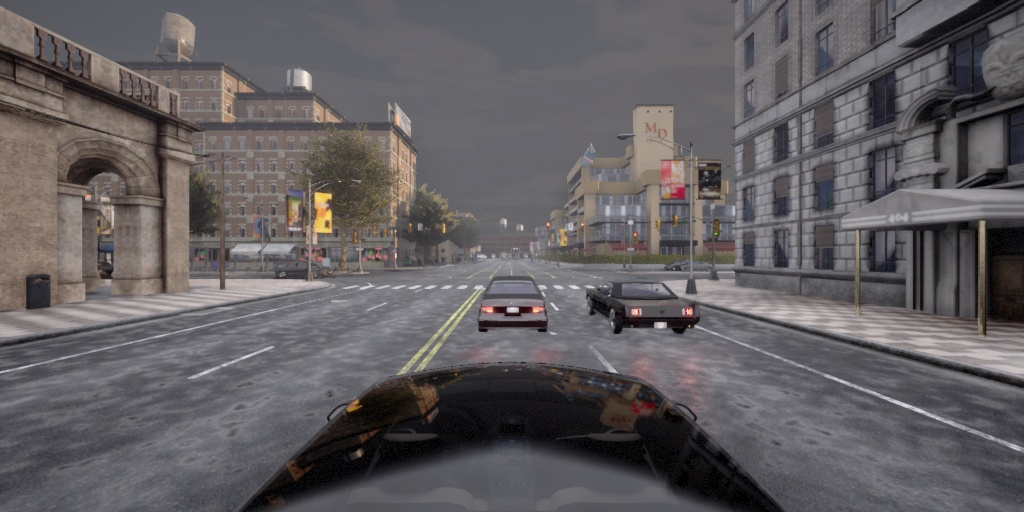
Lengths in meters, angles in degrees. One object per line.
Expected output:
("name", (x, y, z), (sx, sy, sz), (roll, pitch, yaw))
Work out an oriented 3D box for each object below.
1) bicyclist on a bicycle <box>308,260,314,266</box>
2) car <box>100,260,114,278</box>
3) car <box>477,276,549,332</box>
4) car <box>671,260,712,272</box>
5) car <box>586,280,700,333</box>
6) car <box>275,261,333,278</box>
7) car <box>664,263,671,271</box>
("bicyclist on a bicycle", (-31.369, 1.050, 55.916), (0.582, 1.620, 1.656), (0, 0, 0))
("car", (-34.033, 1.227, 32.927), (5.008, 1.535, 1.882), (0, 0, 0))
("car", (0.019, 1.297, 10.821), (2.033, 1.411, 5.357), (0, 0, 0))
("car", (22.709, 1.314, 44.758), (4.181, 1.385, 1.994), (0, 0, 0))
("car", (3.520, 1.351, 10.703), (1.895, 1.301, 4.718), (0, 0, 0))
("car", (-18.951, 1.255, 32.729), (4.892, 1.490, 1.837), (0, 0, 3))
("car", (23.004, 1.241, 48.255), (4.902, 1.511, 2.128), (0, 0, 0))
